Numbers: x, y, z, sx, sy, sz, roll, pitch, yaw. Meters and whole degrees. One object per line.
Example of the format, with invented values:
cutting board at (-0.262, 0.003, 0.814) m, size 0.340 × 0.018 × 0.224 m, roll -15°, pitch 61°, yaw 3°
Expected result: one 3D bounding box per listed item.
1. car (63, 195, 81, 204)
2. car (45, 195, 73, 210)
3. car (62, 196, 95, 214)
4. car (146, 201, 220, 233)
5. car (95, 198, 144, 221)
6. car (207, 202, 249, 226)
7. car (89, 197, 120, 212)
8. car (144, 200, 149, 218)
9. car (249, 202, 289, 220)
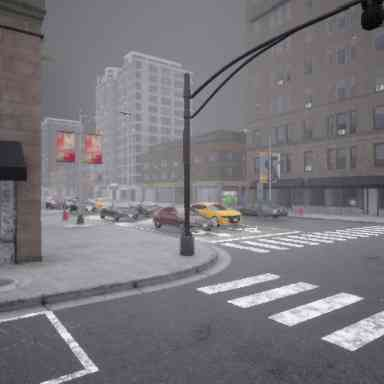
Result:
car at (-21.711, 1.407, 60.187) m, size 1.837 × 1.490 × 4.892 m, roll 0°, pitch 0°, yaw -36°
car at (-17.429, 1.289, 42.874) m, size 2.097 × 1.767 × 4.553 m, roll 0°, pitch 0°, yaw -35°
car at (-11.433, 1.443, 34.509) m, size 2.128 × 1.511 × 4.902 m, roll 0°, pitch 0°, yaw -36°
car at (-0.667, 1.505, 19.601) m, size 1.812 × 1.442 × 4.674 m, roll 0°, pitch 0°, yaw -35°
car at (-5.988, 1.491, 26.975) m, size 1.812 × 1.442 × 4.674 m, roll 0°, pitch 0°, yaw -36°
car at (1.244, 1.451, 22.488) m, size 1.882 × 1.535 × 5.008 m, roll 0°, pitch 0°, yaw -35°
car at (-10.136, 1.422, 38.272) m, size 1.882 × 1.535 × 5.008 m, roll 0°, pitch 0°, yaw -36°
car at (-4.199, 1.485, 30.051) m, size 1.812 × 1.442 × 4.674 m, roll 0°, pitch 0°, yaw -36°
car at (5.503, 1.509, 28.032) m, size 2.033 × 1.411 × 5.357 m, roll 0°, pitch 0°, yaw -36°
